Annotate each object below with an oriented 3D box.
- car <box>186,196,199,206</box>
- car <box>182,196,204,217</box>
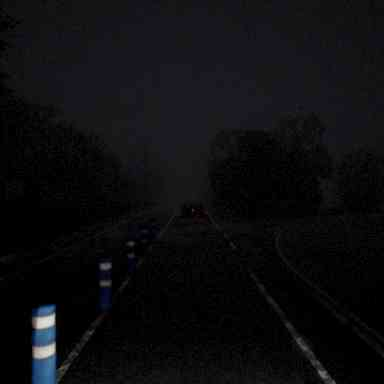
[{"bbox_3d":[0.056,1.373,50.192,1.812,1.442,4.674,0,0,0],"label":"car"},{"bbox_3d":[0.071,1.377,30.458,1.882,1.535,5.008,0,0,0],"label":"car"}]
